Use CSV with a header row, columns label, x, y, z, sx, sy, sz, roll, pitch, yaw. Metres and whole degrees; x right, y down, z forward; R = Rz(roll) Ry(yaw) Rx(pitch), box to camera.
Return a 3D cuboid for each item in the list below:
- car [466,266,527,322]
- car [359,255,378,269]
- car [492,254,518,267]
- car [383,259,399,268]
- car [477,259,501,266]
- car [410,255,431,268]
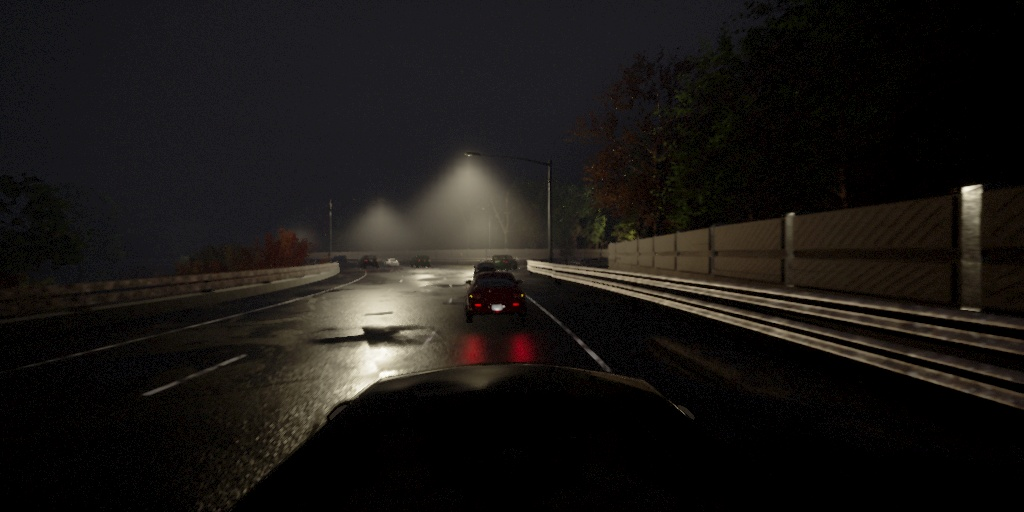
label,x,y,z,sx,sy,sz,roll,pitch,yaw
car,-0.589,1.243,12.154,1.812,1.442,4.674,0,0,-5
car,-22.742,0.891,56.908,2.150,2.045,5.566,0,0,-31
car,-0.866,0.835,43.622,2.150,2.045,5.566,-1,0,16
car,-19.733,1.176,58.638,1.812,1.442,4.674,0,0,-31
car,-2.056,1.195,28.629,1.812,1.442,4.674,0,0,-4
car,-14.487,0.854,56.526,2.150,2.045,5.566,0,0,-28
